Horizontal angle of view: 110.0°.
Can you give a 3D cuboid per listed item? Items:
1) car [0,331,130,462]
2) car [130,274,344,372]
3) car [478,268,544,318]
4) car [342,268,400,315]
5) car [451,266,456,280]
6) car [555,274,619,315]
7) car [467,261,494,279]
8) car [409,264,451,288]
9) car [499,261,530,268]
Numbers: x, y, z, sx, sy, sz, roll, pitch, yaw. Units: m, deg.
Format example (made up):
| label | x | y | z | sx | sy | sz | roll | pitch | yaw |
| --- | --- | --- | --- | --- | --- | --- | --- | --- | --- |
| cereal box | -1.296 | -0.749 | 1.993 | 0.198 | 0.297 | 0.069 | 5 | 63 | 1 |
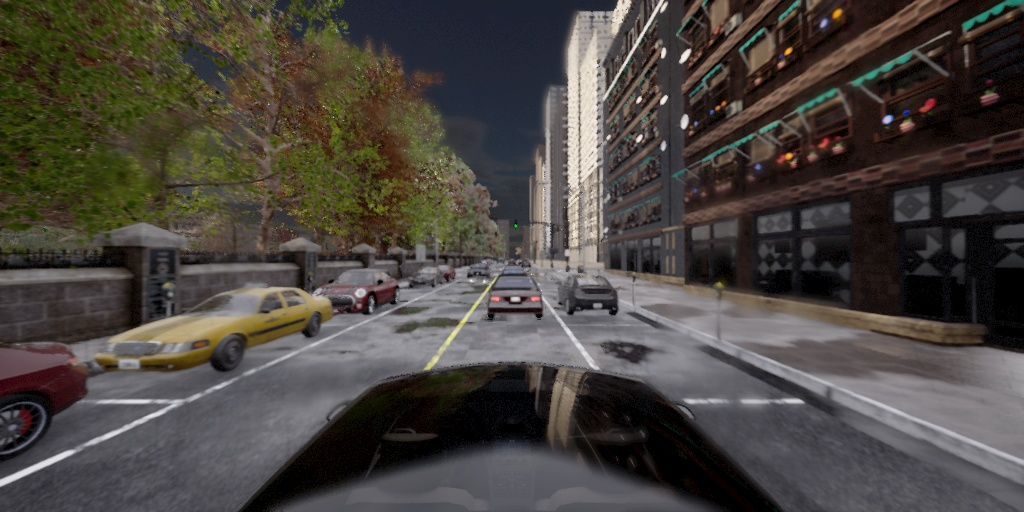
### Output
| label | x | y | z | sx | sy | sz | roll | pitch | yaw |
| --- | --- | --- | --- | --- | --- | --- | --- | --- | --- |
| car | -5.692 | 1.334 | 2.366 | 1.802 | 1.307 | 4.207 | 0 | 0 | 0 |
| car | -5.691 | 1.291 | 7.734 | 1.751 | 1.417 | 4.829 | 0 | 0 | 0 |
| car | 0.101 | 1.325 | 13.032 | 2.033 | 1.411 | 5.357 | 0 | 0 | 0 |
| car | -5.690 | 1.219 | 13.443 | 1.967 | 1.591 | 4.097 | 0 | 0 | 0 |
| car | -5.816 | 1.368 | 30.059 | 1.888 | 1.381 | 4.507 | 0 | 0 | 0 |
| car | 2.690 | 1.329 | 13.444 | 2.007 | 1.370 | 4.403 | 0 | 0 | 0 |
| car | -3.035 | 1.398 | 33.766 | 1.994 | 1.385 | 4.181 | 0 | 0 | 1 |
| car | -5.765 | 1.358 | 24.519 | 2.007 | 1.370 | 4.403 | 0 | 0 | 0 |
| car | 0.106 | 1.366 | 28.810 | 2.033 | 1.411 | 5.357 | 0 | 0 | 0 |
